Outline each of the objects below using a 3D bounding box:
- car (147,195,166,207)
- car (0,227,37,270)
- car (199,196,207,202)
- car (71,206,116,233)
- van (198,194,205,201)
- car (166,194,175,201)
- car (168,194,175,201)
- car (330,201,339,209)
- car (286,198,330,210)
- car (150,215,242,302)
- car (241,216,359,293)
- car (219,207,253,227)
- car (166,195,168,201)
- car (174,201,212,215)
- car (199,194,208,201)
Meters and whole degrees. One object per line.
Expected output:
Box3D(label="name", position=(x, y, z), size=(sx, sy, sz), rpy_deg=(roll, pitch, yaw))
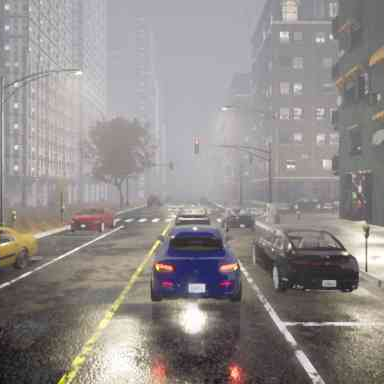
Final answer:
Box3D(label="car", position=(-5.792, 1.344, 52.108), size=(2.192, 1.841, 5.009), rpy_deg=(0, 0, 0))
Box3D(label="car", position=(-5.704, 1.525, 8.484), size=(1.752, 1.417, 4.829), rpy_deg=(0, 0, 0))
Box3D(label="car", position=(2.535, 1.591, 79.908), size=(1.752, 1.417, 4.829), rpy_deg=(0, 0, 0))
Box3D(label="car", position=(-5.726, 1.547, 19.720), size=(1.887, 1.381, 4.507), rpy_deg=(0, 0, 0))
Box3D(label="van", position=(2.523, 1.417, 85.262), size=(1.690, 1.788, 3.998), rpy_deg=(0, 0, 0))
Box3D(label="car", position=(-5.868, 1.401, 90.768), size=(2.192, 1.841, 5.009), rpy_deg=(0, 0, 0))
Box3D(label="car", position=(-5.857, 1.642, 85.246), size=(1.947, 1.339, 4.313), rpy_deg=(0, 0, 0))
Box3D(label="car", position=(18.749, 1.255, 39.229), size=(4.829, 1.417, 1.752), rpy_deg=(-1, 1, -1))
Box3D(label="car", position=(13.352, 1.356, 39.163), size=(4.403, 1.369, 2.008), rpy_deg=(-1, 1, -1))
Box3D(label="car", position=(0.078, 1.526, 8.149), size=(1.812, 1.442, 4.674), rpy_deg=(0, 0, 0))
Box3D(label="car", position=(2.676, 1.551, 8.670), size=(2.008, 1.369, 4.403), rpy_deg=(0, 0, 0))
Box3D(label="car", position=(2.654, 1.553, 19.736), size=(2.008, 1.369, 4.403), rpy_deg=(0, 0, 0))
Box3D(label="car", position=(-5.802, 1.602, 57.631), size=(1.947, 1.339, 4.313), rpy_deg=(0, 0, 0))
Box3D(label="car", position=(0.045, 1.494, 18.252), size=(2.128, 1.511, 4.902), rpy_deg=(0, 0, 0))
Box3D(label="car", position=(2.546, 1.623, 74.215), size=(1.947, 1.339, 4.313), rpy_deg=(0, 0, 0))
